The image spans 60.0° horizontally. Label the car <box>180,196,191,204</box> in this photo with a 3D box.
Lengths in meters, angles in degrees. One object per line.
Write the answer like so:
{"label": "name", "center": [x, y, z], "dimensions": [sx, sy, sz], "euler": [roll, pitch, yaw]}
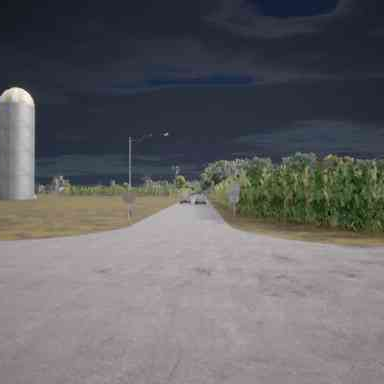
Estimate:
{"label": "car", "center": [-1.159, 1.511, 61.923], "dimensions": [1.994, 1.385, 4.181], "euler": [0, 0, 1]}

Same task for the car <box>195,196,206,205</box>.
{"label": "car", "center": [1.486, 1.517, 57.684], "dimensions": [1.994, 1.385, 4.181], "euler": [0, 0, 1]}

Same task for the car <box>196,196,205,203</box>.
{"label": "car", "center": [1.737, 1.540, 67.717], "dimensions": [1.895, 1.301, 4.718], "euler": [0, 0, 1]}
